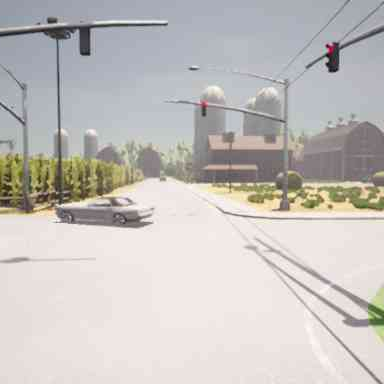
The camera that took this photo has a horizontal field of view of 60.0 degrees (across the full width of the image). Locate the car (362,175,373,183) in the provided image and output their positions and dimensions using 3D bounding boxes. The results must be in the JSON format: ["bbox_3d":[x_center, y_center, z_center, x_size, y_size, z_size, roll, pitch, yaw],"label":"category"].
[{"bbox_3d":[41.591,-3.026,78.545,1.905,1.878,3.866,10,11,40],"label":"car"}]

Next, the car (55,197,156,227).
[{"bbox_3d":[-4.298,0.872,16.337,4.718,1.301,1.895,1,3,19],"label":"car"}]
